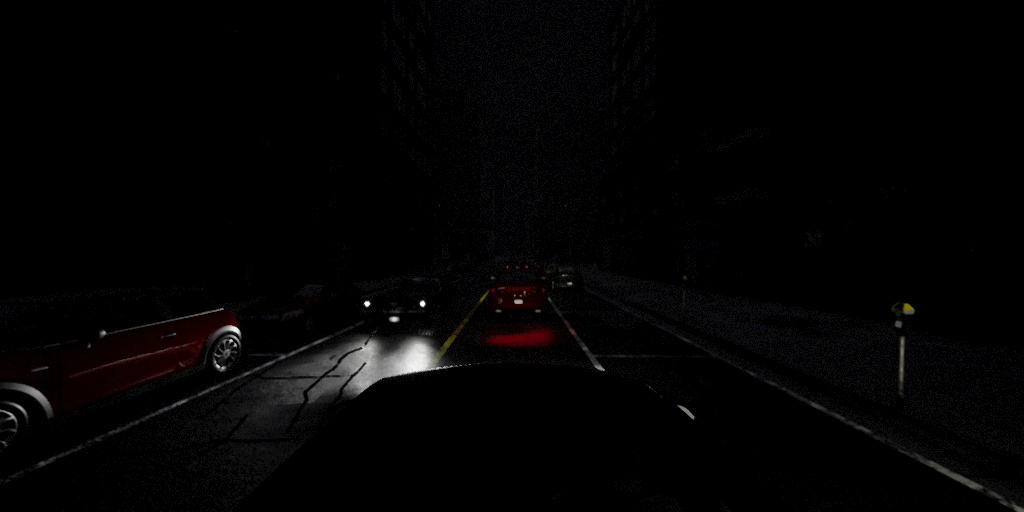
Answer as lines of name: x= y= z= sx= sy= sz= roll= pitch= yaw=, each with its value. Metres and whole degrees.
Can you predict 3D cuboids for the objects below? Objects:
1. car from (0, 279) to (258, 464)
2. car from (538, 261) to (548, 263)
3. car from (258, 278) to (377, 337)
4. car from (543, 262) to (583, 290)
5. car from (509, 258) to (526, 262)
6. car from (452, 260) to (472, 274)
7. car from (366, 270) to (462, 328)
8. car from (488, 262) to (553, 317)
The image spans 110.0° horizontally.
car: x=-5.652 y=1.177 z=4.450 sx=1.967 sy=1.591 sz=4.097 roll=0 pitch=0 yaw=1
car: x=3.159 y=1.158 z=26.860 sx=1.751 sy=1.417 sz=4.829 roll=0 pitch=0 yaw=1
car: x=-5.585 y=1.294 z=10.035 sx=1.802 sy=1.307 sz=4.207 roll=0 pitch=0 yaw=1
car: x=3.089 y=1.211 z=21.104 sx=2.007 sy=1.370 sz=4.403 roll=0 pitch=0 yaw=1
car: x=0.441 y=0.962 z=31.491 sx=2.097 sy=1.767 sz=4.553 roll=0 pitch=0 yaw=1
car: x=-5.251 y=1.121 z=37.962 sx=1.888 sy=1.381 sz=4.507 roll=0 pitch=0 yaw=1
car: x=-3.004 y=1.307 z=11.425 sx=1.895 sy=1.301 sz=4.718 roll=0 pitch=0 yaw=1
car: x=0.220 y=1.176 z=13.045 sx=1.882 sy=1.535 sz=5.008 roll=0 pitch=1 yaw=1
